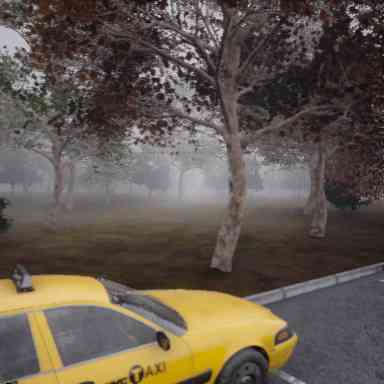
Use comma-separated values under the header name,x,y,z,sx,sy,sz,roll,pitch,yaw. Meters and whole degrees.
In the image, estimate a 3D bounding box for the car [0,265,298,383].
name,x,y,z,sx,sy,sz,roll,pitch,yaw
car,-1.273,1.478,3.140,5.366,1.575,1.946,0,0,-33
